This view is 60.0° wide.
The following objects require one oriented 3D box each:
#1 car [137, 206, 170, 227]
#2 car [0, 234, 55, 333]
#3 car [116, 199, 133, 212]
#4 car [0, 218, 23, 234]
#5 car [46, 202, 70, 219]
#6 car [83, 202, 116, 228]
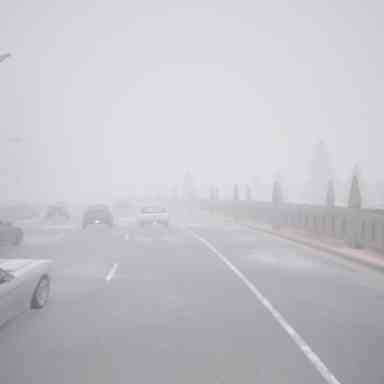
[{"bbox_3d":[-2.777,1.628,22.951,1.895,1.301,4.718,0,0,-13],"label":"car"},{"bbox_3d":[-3.685,1.617,4.847,1.895,1.301,4.718,0,0,-3],"label":"car"},{"bbox_3d":[-8.335,1.579,39.963,1.837,1.490,4.892,0,0,-23],"label":"car"},{"bbox_3d":[-7.956,1.570,12.388,1.812,1.442,4.674,0,0,-8],"label":"car"},{"bbox_3d":[-12.141,1.622,30.294,1.812,1.442,4.674,0,0,-18],"label":"car"},{"bbox_3d":[-6.314,1.553,22.602,1.837,1.490,4.892,0,0,-13],"label":"car"}]
